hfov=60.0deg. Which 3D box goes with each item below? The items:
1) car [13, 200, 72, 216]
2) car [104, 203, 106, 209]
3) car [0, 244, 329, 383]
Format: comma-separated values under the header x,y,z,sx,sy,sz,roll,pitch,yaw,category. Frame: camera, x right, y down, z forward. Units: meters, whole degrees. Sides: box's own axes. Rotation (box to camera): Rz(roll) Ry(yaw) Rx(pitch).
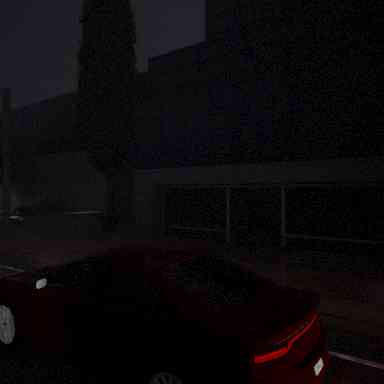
x,y,z,sx,sy,sz,roll,pitch,yaw,category
-14.661,1.540,32.977,2.033,1.411,5.357,0,0,36,car
-8.666,1.484,41.341,2.128,1.511,4.902,0,0,36,car
-0.825,1.477,4.575,5.008,1.535,1.882,0,0,35,car
